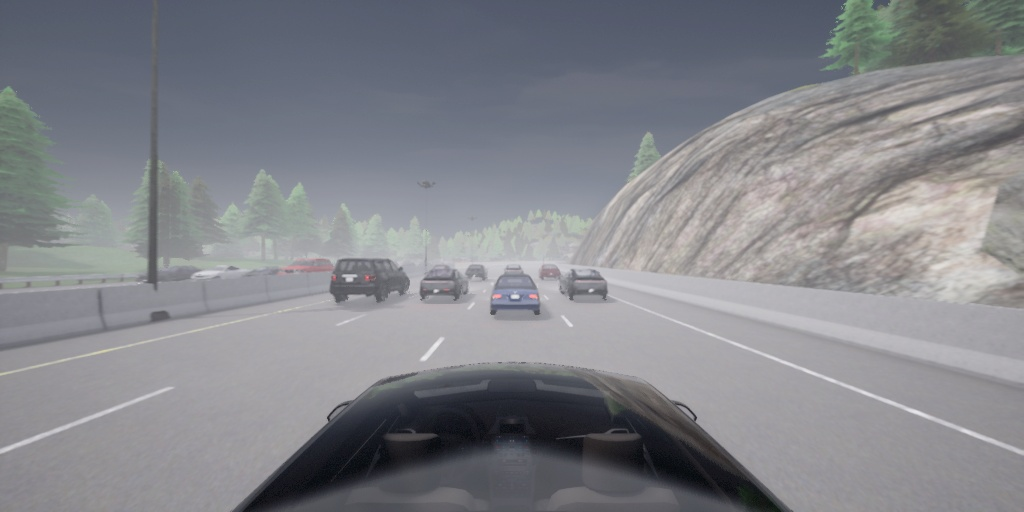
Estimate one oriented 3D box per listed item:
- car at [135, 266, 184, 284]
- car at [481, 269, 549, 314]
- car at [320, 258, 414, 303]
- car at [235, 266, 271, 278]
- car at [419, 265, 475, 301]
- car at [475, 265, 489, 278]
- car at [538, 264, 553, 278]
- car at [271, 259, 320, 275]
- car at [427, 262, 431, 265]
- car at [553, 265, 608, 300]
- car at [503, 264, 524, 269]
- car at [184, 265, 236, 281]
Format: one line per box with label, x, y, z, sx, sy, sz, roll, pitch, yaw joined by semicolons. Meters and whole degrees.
car;-28.054;1.532;30.074;2.033;1.411;5.357;0;-1;0
car;0.112;1.415;14.310;2.033;1.411;5.357;0;-1;0
car;-6.879;1.115;17.880;2.150;2.045;5.566;0;-1;0
car;-21.050;1.563;30.907;1.994;1.385;4.181;0;-1;0
car;-3.379;1.395;18.452;2.128;1.511;4.902;0;0;0
car;-3.349;1.556;34.352;1.837;1.490;4.892;0;-1;0
car;3.654;1.551;35.802;1.882;1.535;5.008;0;-1;0
car;-17.552;1.227;30.861;2.150;2.045;5.566;0;-1;0
car;-6.859;1.582;35.283;1.812;1.442;4.674;0;-1;0
car;3.622;1.405;18.764;2.128;1.511;4.902;0;-1;0
car;0.151;1.546;34.256;2.128;1.511;4.902;0;-1;0
car;-24.551;1.517;30.417;1.812;1.442;4.674;0;-1;0
